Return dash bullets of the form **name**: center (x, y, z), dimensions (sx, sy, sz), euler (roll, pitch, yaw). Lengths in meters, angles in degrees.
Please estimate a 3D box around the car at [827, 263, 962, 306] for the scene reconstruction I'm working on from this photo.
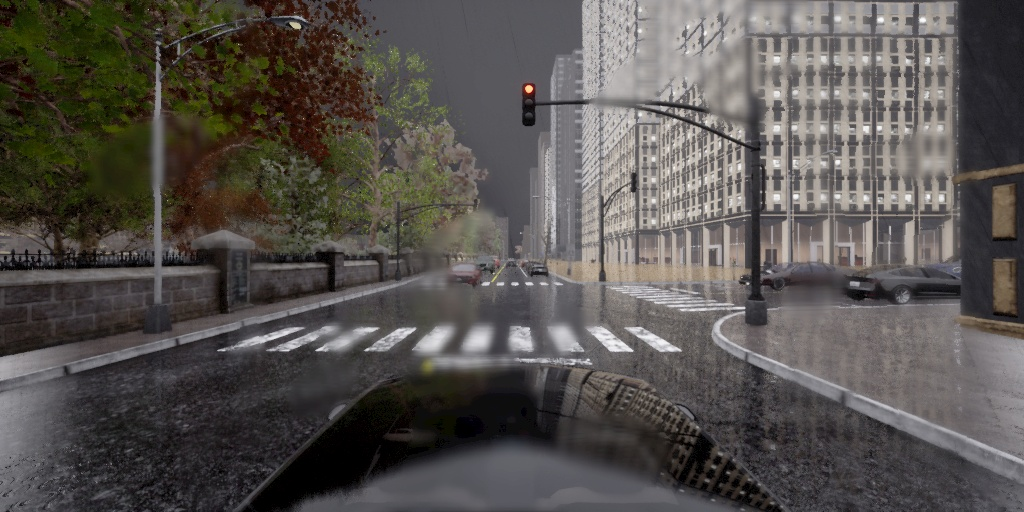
- **car**: center (14.663, 1.026, 13.160), dimensions (4.313, 1.339, 1.948), euler (0, 0, 0)

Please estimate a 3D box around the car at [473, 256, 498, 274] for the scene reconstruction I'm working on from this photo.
- **car**: center (-3.186, 0.991, 42.137), dimensions (2.150, 2.045, 5.566), euler (0, 0, 0)

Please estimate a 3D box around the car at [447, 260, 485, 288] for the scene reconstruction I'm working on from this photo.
- **car**: center (-3.141, 1.234, 24.289), dimensions (1.882, 1.535, 5.008), euler (0, 0, 0)

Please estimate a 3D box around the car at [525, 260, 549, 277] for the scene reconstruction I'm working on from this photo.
- **car**: center (2.625, 1.330, 35.720), dimensions (1.948, 1.339, 4.313), euler (0, 0, 0)

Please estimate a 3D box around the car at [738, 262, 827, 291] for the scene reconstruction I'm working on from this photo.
- **car**: center (15.107, 1.025, 18.958), dimensions (5.357, 1.411, 2.033), euler (-1, 0, 0)

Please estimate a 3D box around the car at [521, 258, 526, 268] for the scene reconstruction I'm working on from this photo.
- **car**: center (2.604, 1.338, 46.985), dimensions (1.948, 1.339, 4.313), euler (0, 0, 0)

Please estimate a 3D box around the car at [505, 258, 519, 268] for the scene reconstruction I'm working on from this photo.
- **car**: center (-0.116, 1.294, 62.551), dimensions (1.837, 1.490, 4.892), euler (0, 0, 0)

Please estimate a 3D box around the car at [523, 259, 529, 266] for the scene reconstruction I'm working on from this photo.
- **car**: center (2.615, 1.334, 41.353), dimensions (1.948, 1.339, 4.313), euler (0, 0, 0)

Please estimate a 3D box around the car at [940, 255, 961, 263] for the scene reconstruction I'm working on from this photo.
- **car**: center (24.505, 0.669, 19.025), dimensions (4.553, 1.767, 2.097), euler (-1, 0, 0)

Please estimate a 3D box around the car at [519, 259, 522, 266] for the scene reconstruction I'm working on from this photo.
- **car**: center (2.573, 1.336, 63.883), dimensions (1.888, 1.381, 4.507), euler (0, 0, 0)

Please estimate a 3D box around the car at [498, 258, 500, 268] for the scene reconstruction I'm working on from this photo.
- **car**: center (-3.179, 1.011, 60.413), dimensions (2.150, 2.045, 5.566), euler (0, 0, 0)
